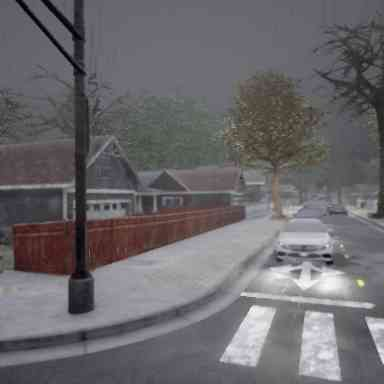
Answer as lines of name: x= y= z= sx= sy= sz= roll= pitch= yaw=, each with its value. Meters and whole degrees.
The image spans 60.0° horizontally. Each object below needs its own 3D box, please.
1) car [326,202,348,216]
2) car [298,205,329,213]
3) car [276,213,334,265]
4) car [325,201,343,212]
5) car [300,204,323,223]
car: x=17.894 y=2.136 z=40.797 sx=1.994 sy=1.385 sz=4.181 roll=-1 pitch=-1 yaw=21
car: x=7.834 y=1.816 z=22.114 sx=1.882 sy=1.535 sz=5.008 roll=-1 pitch=-1 yaw=20
car: x=4.326 y=1.727 z=12.706 sx=1.812 sy=1.442 sz=4.674 roll=-1 pitch=-1 yaw=20
car: x=21.202 y=2.203 z=49.856 sx=2.128 sy=1.511 sz=4.902 roll=-1 pitch=-1 yaw=20
car: x=11.435 y=1.959 z=31.762 sx=1.882 sy=1.535 sz=5.008 roll=-1 pitch=-1 yaw=21
